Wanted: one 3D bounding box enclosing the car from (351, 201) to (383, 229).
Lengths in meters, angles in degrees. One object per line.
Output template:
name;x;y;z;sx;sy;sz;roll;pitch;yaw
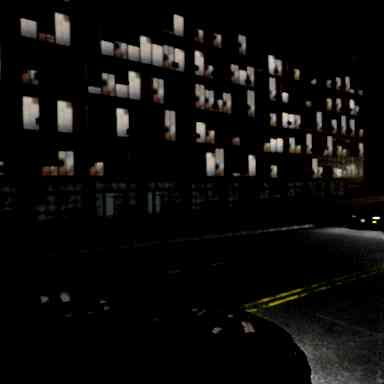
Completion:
car;11.422;1.306;19.811;4.892;1.490;1.837;-1;0;-35

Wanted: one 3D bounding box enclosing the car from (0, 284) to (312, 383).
car;-0.877;1.556;2.814;4.181;1.385;1.994;-1;0;-35
